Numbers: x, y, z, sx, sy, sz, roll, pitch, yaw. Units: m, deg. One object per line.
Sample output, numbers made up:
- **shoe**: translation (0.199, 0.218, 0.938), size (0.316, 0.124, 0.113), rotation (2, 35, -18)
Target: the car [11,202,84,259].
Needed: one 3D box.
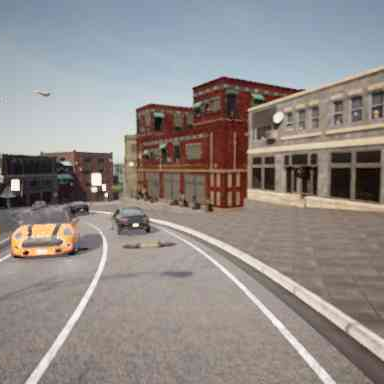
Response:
- **car**: translation (-5.667, 1.461, 13.384), size (2.097, 1.767, 4.553), rotation (-1, 0, -16)

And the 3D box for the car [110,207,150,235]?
- **car**: translation (-3.683, 1.581, 19.506), size (1.812, 1.442, 4.674), rotation (-2, 0, -19)

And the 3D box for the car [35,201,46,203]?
- **car**: translation (-23.957, 2.161, 52.387), size (1.837, 1.490, 4.892), rotation (-2, 1, -17)

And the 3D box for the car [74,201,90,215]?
- **car**: translation (-12.984, 1.782, 37.559), size (1.882, 1.535, 5.008), rotation (-3, 1, -31)
